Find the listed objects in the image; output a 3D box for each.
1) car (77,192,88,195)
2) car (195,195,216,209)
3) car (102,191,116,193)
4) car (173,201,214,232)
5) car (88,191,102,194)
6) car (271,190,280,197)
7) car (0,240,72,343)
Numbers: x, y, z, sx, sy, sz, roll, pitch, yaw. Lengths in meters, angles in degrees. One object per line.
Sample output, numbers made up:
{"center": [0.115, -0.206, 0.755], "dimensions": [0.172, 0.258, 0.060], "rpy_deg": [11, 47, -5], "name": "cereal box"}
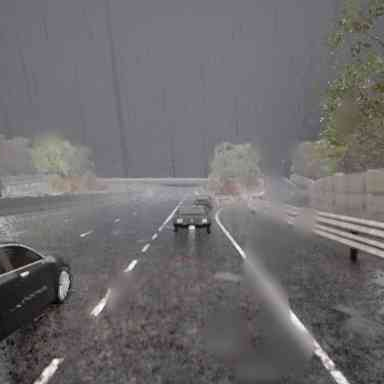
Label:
{"center": [-27.972, 0.652, 85.450], "dimensions": [2.128, 1.511, 4.902], "rpy_deg": [0, 1, 0], "name": "car"}
{"center": [1.384, 1.148, 35.820], "dimensions": [1.837, 1.490, 4.892], "rpy_deg": [-1, 0, 10], "name": "car"}
{"center": [-20.972, 0.667, 85.448], "dimensions": [2.033, 1.411, 5.357], "rpy_deg": [0, 1, 0], "name": "car"}
{"center": [0.017, 1.408, 18.377], "dimensions": [1.895, 1.301, 4.718], "rpy_deg": [0, 1, 0], "name": "car"}
{"center": [-24.472, 0.651, 85.449], "dimensions": [1.812, 1.442, 4.674], "rpy_deg": [0, 1, 0], "name": "car"}
{"center": [22.720, 0.934, 90.350], "dimensions": [2.033, 1.411, 5.357], "rpy_deg": [0, 3, 21], "name": "car"}
{"center": [-3.400, 1.451, 4.995], "dimensions": [1.837, 1.490, 4.892], "rpy_deg": [0, 1, 0], "name": "car"}
